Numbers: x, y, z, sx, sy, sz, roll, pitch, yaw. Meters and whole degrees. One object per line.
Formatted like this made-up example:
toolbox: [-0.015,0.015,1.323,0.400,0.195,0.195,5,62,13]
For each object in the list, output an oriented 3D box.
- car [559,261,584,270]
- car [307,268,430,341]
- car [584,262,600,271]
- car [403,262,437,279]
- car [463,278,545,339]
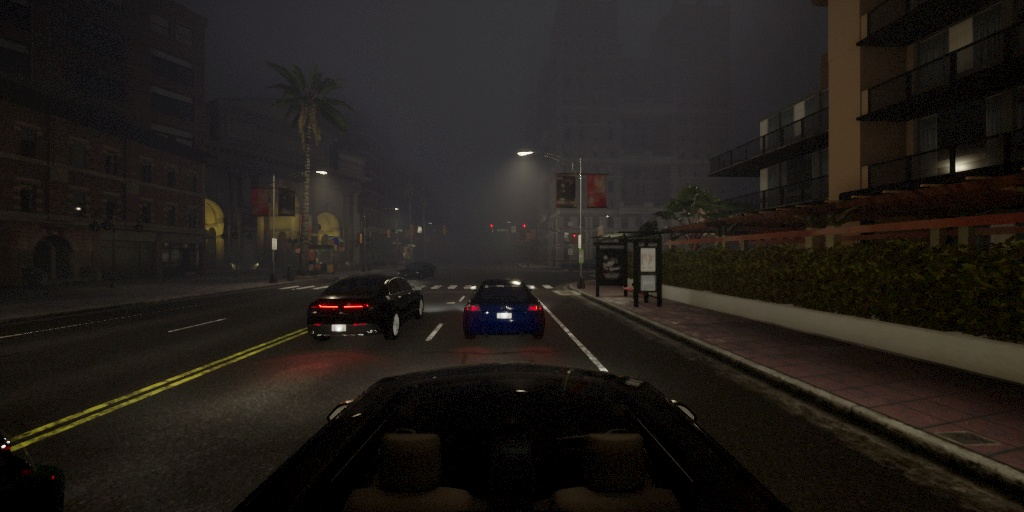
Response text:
car: [9.086,1.353,50.228,4.718,1.301,1.895,0,0,0]
car: [-3.733,1.255,9.919,1.837,1.490,4.892,0,0,-3]
car: [12.363,1.244,46.718,4.902,1.511,2.128,0,0,-3]
car: [-7.888,1.229,30.221,1.882,1.535,5.008,-1,0,7]
car: [-0.244,1.314,10.078,1.994,1.385,4.181,0,0,-2]
